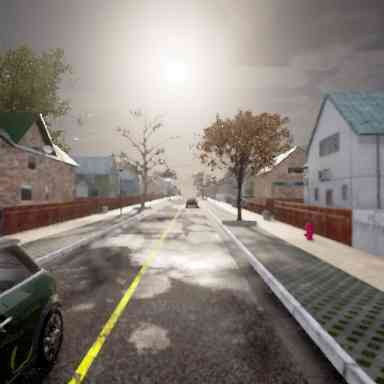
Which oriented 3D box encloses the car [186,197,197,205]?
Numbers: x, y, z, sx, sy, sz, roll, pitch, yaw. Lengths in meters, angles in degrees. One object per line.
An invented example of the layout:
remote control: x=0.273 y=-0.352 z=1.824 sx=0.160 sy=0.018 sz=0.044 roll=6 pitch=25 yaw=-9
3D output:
car: x=-0.065 y=1.526 z=59.414 sx=1.895 sy=1.301 sz=4.718 roll=0 pitch=0 yaw=0

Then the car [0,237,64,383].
car: x=-2.830 y=1.345 z=2.711 sx=2.097 sy=1.767 sz=4.553 roll=0 pitch=0 yaw=0

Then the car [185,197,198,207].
car: x=-0.054 y=1.475 z=48.960 sx=2.033 sy=1.411 sz=5.357 roll=0 pitch=0 yaw=0
